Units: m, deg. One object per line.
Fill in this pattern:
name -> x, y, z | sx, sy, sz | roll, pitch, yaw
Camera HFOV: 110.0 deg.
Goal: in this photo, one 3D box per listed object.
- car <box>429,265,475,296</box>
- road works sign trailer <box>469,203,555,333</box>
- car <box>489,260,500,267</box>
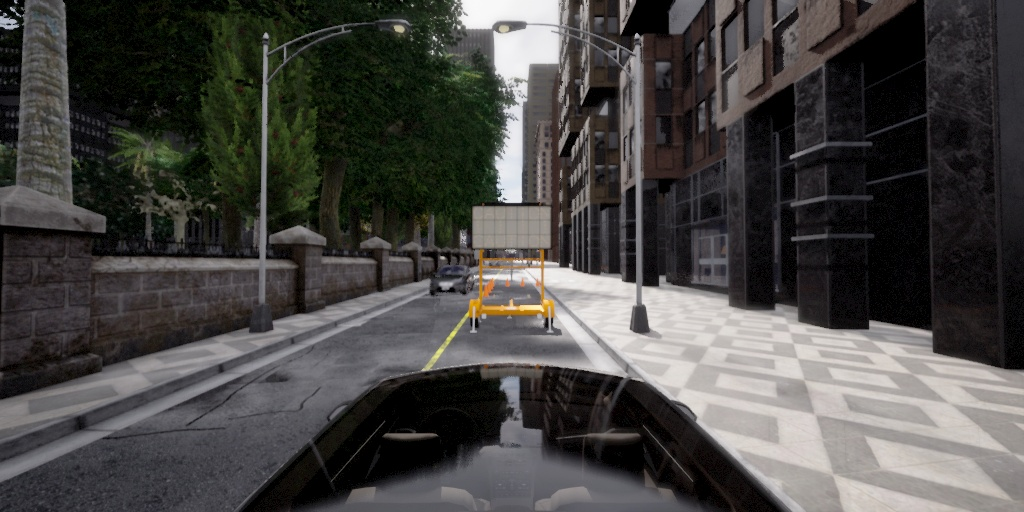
car -> -3.120, 1.250, 19.291 | 2.128, 1.511, 4.902 | 0, 0, 0
road works sign trailer -> -0.009, 0.216, 10.757 | 2.380, 3.560, 2.880 | 0, 0, 0
car -> -3.129, 1.337, 63.817 | 2.128, 1.511, 4.902 | 0, 0, 0
